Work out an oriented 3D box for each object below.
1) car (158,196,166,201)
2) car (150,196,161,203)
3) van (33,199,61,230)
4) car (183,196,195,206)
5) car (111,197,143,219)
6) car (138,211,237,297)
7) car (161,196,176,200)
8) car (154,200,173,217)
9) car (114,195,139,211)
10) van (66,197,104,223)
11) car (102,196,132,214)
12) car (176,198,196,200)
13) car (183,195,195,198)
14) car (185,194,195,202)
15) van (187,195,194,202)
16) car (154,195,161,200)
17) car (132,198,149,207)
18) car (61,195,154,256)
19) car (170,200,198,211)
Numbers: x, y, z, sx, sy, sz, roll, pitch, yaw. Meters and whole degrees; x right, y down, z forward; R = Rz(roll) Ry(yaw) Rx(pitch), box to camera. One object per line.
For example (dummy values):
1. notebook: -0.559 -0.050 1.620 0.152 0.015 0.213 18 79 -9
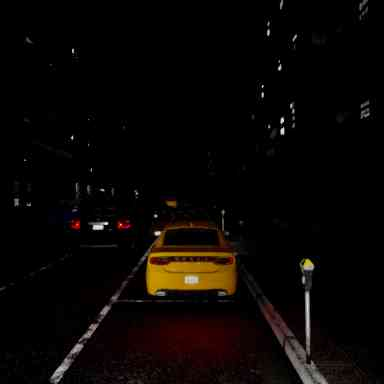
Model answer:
1. car: -8.324 1.847 92.652 1.802 1.307 4.206 1 0 0
2. car: -8.322 1.725 76.059 1.887 1.381 4.507 1 0 0
3. van: -8.312 1.359 20.753 1.690 1.788 3.998 2 0 0
4. car: -0.472 1.553 59.411 1.967 1.590 4.097 1 0 0
5. car: -5.863 1.387 30.493 2.097 1.767 4.553 0 0 0
6. car: -0.006 1.482 8.653 1.882 1.535 5.008 0 0 0
7. car: -2.928 1.553 47.554 1.882 1.535 5.008 0 0 0
8. car: -2.929 1.633 29.154 1.895 1.301 4.718 0 0 0
9. car: -8.313 1.379 42.876 2.192 1.841 5.009 1 0 0
10. van: -8.313 1.368 26.285 1.690 1.788 3.998 1 0 0
11. car: -8.313 1.366 37.346 2.192 1.841 5.009 1 0 0
12. car: -0.438 1.582 31.754 1.887 1.381 4.507 1 0 0
13. car: -0.428 1.490 37.286 1.967 1.590 4.097 1 0 0
14. car: -0.471 1.521 81.536 2.192 1.841 5.009 1 0 0
15. van: -0.472 1.576 87.068 1.690 1.788 3.998 1 0 0
16. car: -8.316 1.471 70.528 2.192 1.841 5.009 1 0 0
17. car: -8.320 1.660 53.938 1.947 1.339 4.313 1 0 0
18. car: -3.020 1.230 13.357 2.150 2.045 5.566 0 0 0
19. car: -0.437 1.572 26.224 1.887 1.381 4.507 1 0 0
